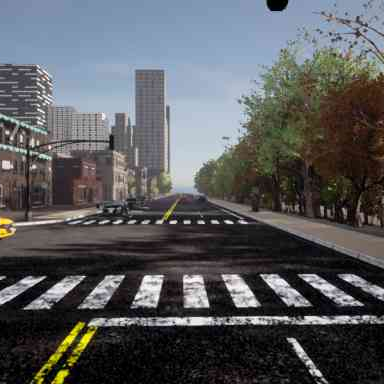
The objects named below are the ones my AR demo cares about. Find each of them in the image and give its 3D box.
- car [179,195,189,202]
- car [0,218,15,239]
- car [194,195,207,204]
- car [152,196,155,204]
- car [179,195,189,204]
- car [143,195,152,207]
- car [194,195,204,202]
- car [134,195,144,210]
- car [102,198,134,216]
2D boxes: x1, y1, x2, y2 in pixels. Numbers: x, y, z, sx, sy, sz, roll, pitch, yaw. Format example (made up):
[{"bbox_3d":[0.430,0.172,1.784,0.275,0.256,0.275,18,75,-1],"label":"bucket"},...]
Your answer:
[{"bbox_3d":[-1.758,1.343,72.749,2.033,1.411,5.357,0,0,-1],"label":"car"},{"bbox_3d":[-10.778,1.529,14.952,5.008,1.535,1.882,-2,1,-10],"label":"car"},{"bbox_3d":[1.835,1.454,62.902,1.882,1.535,5.008,0,0,-1],"label":"car"},{"bbox_3d":[-8.041,1.468,61.980,2.128,1.511,4.902,0,0,-1],"label":"car"},{"bbox_3d":[-1.516,1.540,62.749,1.994,1.385,4.181,0,0,-1],"label":"car"},{"bbox_3d":[-7.834,1.333,51.717,2.097,1.767,4.553,0,0,-1],"label":"car"},{"bbox_3d":[1.490,1.470,73.008,1.837,1.490,4.892,0,0,-1],"label":"car"},{"bbox_3d":[-7.600,1.490,42.023,1.837,1.490,4.892,0,0,-1],"label":"car"},{"bbox_3d":[-7.375,1.481,32.464,2.128,1.511,4.902,0,0,-1],"label":"car"}]
